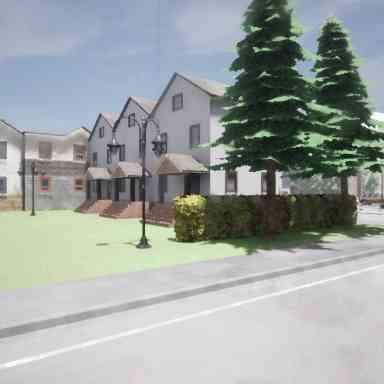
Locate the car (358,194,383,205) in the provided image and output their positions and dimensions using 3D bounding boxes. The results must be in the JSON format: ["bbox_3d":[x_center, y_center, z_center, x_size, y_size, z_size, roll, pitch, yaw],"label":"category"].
[{"bbox_3d":[27.232,1.097,49.238,1.932,1.855,4.605,0,0,-36],"label":"car"}]

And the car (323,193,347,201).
[{"bbox_3d":[32.105,1.097,74.691,1.932,1.855,4.605,0,0,-36],"label":"car"}]
